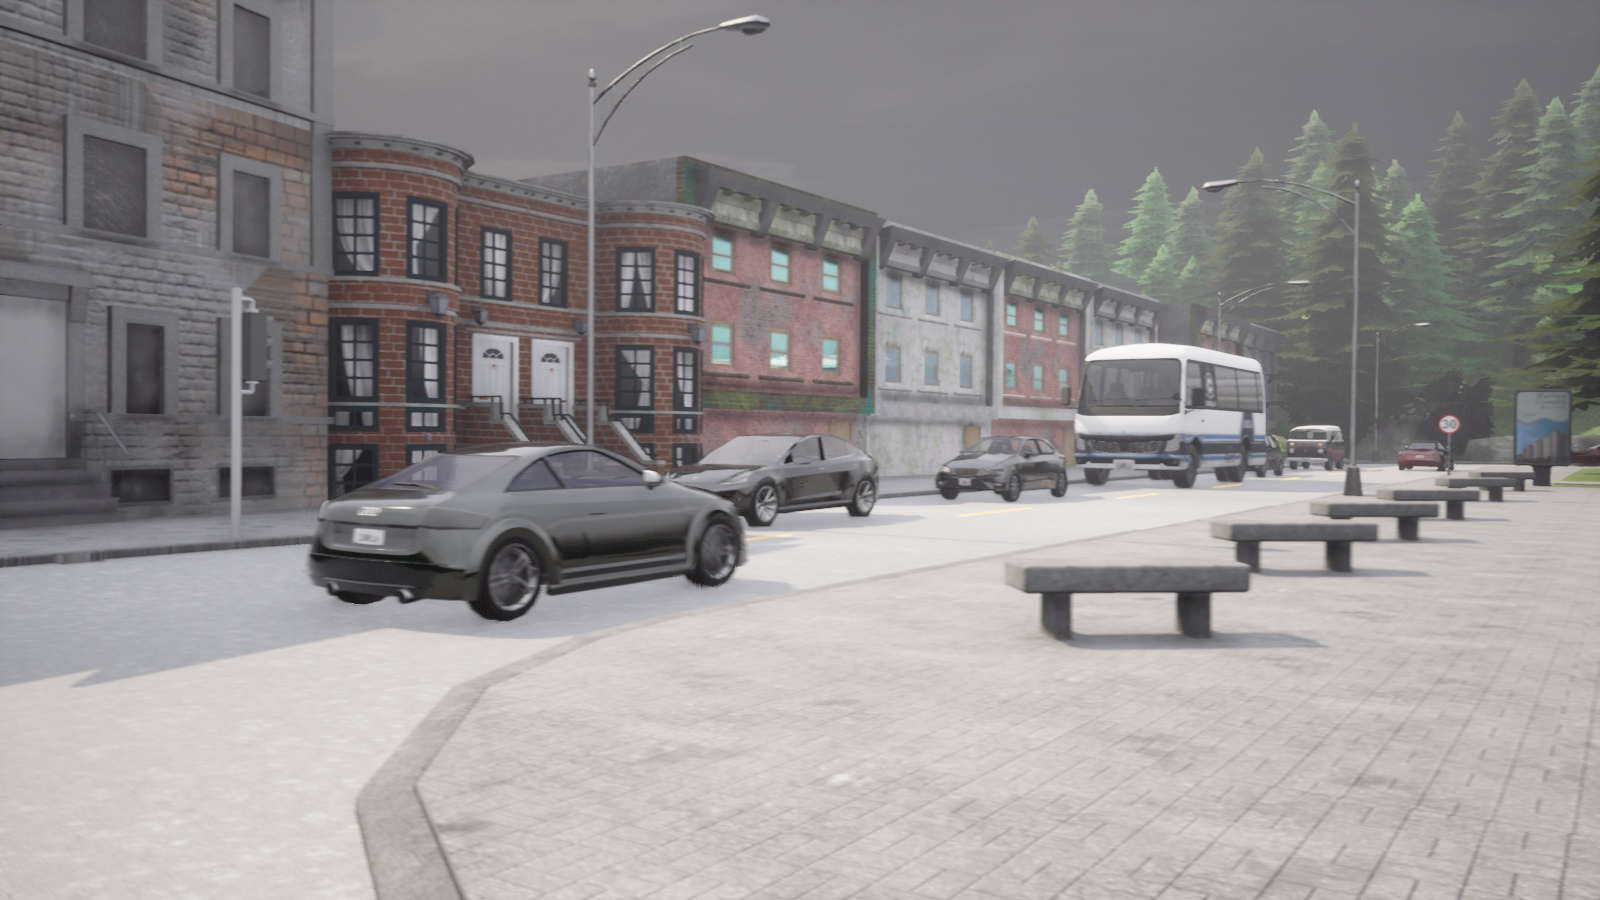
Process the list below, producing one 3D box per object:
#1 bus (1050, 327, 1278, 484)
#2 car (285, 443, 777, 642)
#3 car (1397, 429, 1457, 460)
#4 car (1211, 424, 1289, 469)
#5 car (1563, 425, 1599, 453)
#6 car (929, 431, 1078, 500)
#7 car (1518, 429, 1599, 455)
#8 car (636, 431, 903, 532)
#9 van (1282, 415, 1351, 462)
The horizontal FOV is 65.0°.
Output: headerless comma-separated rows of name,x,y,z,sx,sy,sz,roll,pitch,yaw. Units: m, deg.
bus,11.713,-1.290,39.437,3.944,4.253,10.273,0,1,34
car,-2.187,0.660,11.363,1.994,1.385,4.181,0,1,32
car,29.214,-0.268,58.470,1.994,1.385,4.181,0,1,34
car,17.028,-0.172,47.407,1.851,1.617,3.988,0,1,34
car,44.312,-0.601,68.219,4.792,1.488,2.163,0,1,30
car,4.780,0.305,29.040,1.816,1.474,4.193,0,1,34
car,40.393,-0.428,65.502,4.718,1.301,1.895,0,1,7
car,-0.372,0.444,21.283,2.163,1.488,4.792,0,1,33
van,23.537,-0.539,57.169,2.069,2.038,4.480,0,1,34
